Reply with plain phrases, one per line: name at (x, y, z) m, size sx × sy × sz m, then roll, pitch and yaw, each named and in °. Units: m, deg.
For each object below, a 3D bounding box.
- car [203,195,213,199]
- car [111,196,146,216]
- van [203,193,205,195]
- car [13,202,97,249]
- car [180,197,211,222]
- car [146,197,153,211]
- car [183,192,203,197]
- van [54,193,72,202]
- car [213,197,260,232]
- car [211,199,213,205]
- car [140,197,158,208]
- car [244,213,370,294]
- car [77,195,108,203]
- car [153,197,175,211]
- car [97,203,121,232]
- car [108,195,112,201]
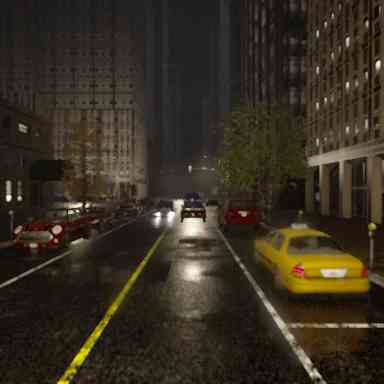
car at (2.801, 1.414, 47.110) m, size 1.802 × 1.307 × 4.206 m, roll 0°, pitch 0°, yaw 0°
car at (-5.705, 1.331, 30.530) m, size 1.967 × 1.590 × 4.097 m, roll 0°, pitch 0°, yaw 0°
van at (2.657, 1.014, 90.701) m, size 1.690 × 1.788 × 3.998 m, roll 0°, pitch 0°, yaw 0°
car at (-5.699, 1.389, 13.957) m, size 1.967 × 1.590 × 4.097 m, roll 0°, pitch 0°, yaw 0°
car at (0.088, 1.398, 25.467) m, size 2.128 × 1.511 × 4.902 m, roll 0°, pitch 0°, yaw 0°
car at (-5.765, 1.437, 36.053) m, size 1.947 × 1.339 × 4.313 m, roll 0°, pitch 0°, yaw 0°
car at (0.048, 1.069, 42.433) m, size 2.150 × 2.045 × 5.566 m, roll 0°, pitch 0°, yaw 1°
van at (-24.168, 1.113, 61.121) m, size 3.998 × 1.788 × 1.690 m, roll 0°, pitch 0°, yaw 1°
car at (2.678, 1.244, 19.488) m, size 2.192 × 1.841 × 5.009 m, roll 0°, pitch 0°, yaw 0°
car at (2.678, 1.454, 25.013) m, size 1.887 × 1.381 × 4.507 m, roll 0°, pitch 0°, yaw 0°
car at (-5.838, 1.382, 45.730) m, size 1.887 × 1.381 × 4.507 m, roll 0°, pitch 0°, yaw 0°
car at (2.683, 1.493, 8.609) m, size 1.752 × 1.417 × 4.829 m, roll 0°, pitch 0°, yaw 0°
car at (-18.627, 1.095, 61.065) m, size 5.009 × 1.841 × 2.192 m, roll 0°, pitch 0°, yaw 1°
car at (-3.089, 1.462, 39.038) m, size 1.895 × 1.301 × 4.718 m, roll 0°, pitch 0°, yaw 0°
car at (-5.700, 1.511, 19.482) m, size 1.802 × 1.307 × 4.206 m, roll 0°, pitch 0°, yaw 0°
car at (-18.543, 1.257, 69.447) m, size 4.403 × 1.369 × 2.008 m, roll 0°, pitch 0°, yaw 1°
